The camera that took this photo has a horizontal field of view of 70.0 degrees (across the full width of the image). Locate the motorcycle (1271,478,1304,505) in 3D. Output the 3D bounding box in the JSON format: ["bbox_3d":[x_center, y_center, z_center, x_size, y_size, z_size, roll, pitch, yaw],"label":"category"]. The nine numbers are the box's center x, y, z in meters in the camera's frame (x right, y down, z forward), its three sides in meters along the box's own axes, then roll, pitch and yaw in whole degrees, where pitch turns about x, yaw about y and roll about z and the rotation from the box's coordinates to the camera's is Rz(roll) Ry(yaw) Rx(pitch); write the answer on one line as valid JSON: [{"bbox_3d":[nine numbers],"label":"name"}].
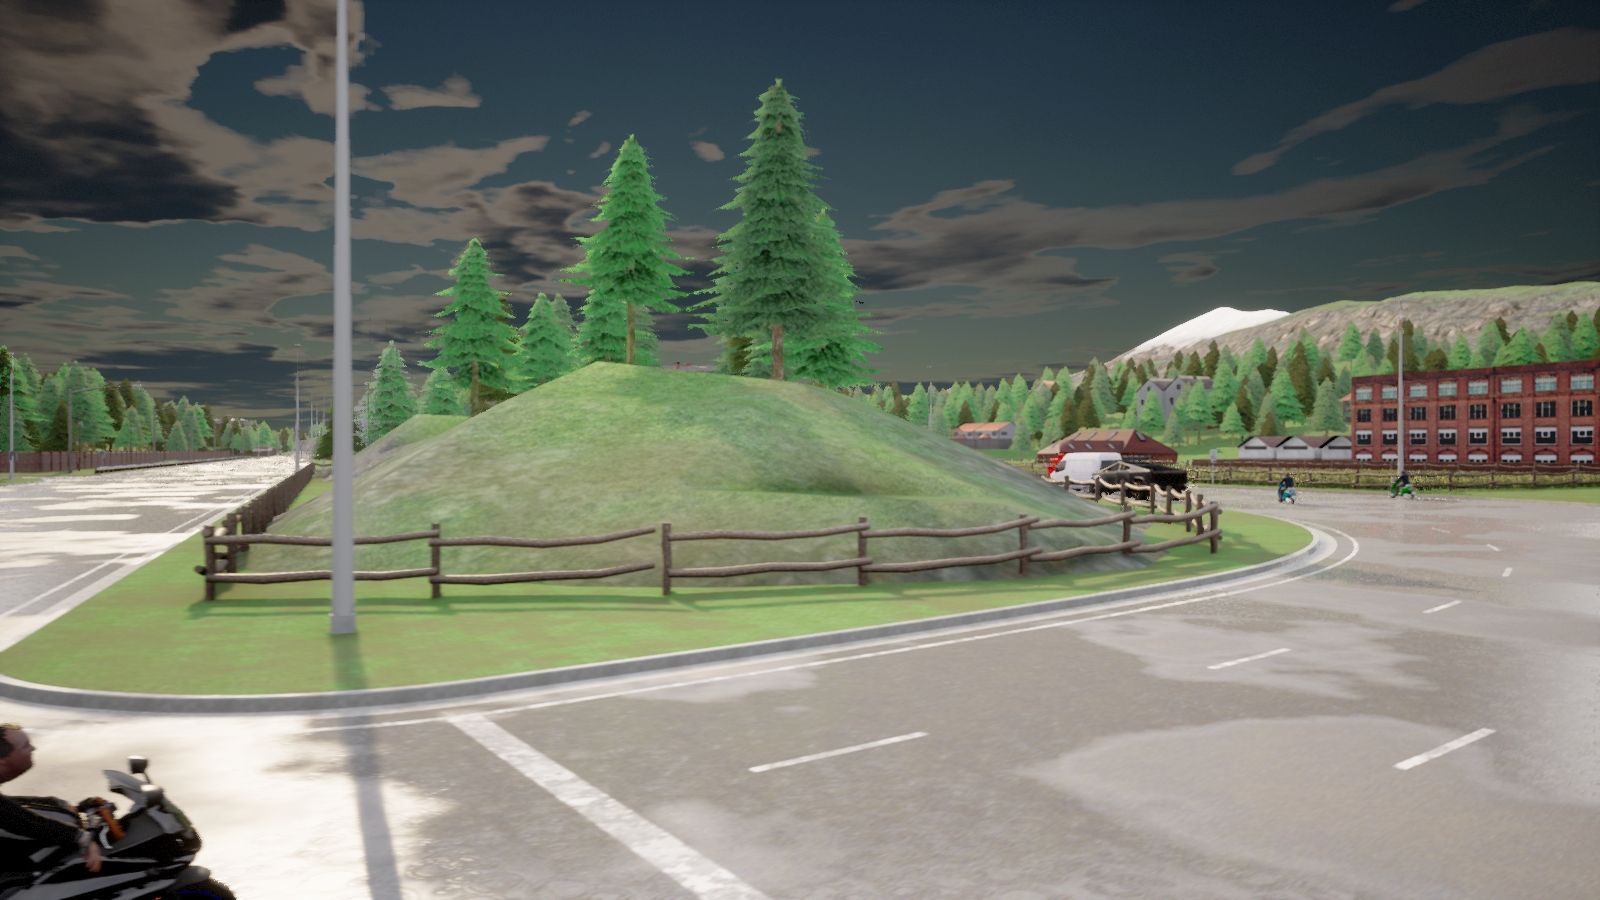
[{"bbox_3d":[24.411,2.070,57.283,0.856,1.316,1.805,0,0,-1],"label":"motorcycle"}]

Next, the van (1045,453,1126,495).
[{"bbox_3d":[18.253,1.461,73.483,1.988,2.561,5.915,0,0,-21],"label":"van"}]

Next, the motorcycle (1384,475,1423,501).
[{"bbox_3d":[33.062,2.054,62.641,0.856,1.316,1.805,-2,1,-15],"label":"motorcycle"}]

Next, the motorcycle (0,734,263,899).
[{"bbox_3d":[-3.817,2.205,5.384,2.209,1.251,0.867,0,0,-35],"label":"motorcycle"}]

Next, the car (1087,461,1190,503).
[{"bbox_3d":[18.306,1.687,62.204,2.390,2.098,6.274,0,0,-16],"label":"car"}]
